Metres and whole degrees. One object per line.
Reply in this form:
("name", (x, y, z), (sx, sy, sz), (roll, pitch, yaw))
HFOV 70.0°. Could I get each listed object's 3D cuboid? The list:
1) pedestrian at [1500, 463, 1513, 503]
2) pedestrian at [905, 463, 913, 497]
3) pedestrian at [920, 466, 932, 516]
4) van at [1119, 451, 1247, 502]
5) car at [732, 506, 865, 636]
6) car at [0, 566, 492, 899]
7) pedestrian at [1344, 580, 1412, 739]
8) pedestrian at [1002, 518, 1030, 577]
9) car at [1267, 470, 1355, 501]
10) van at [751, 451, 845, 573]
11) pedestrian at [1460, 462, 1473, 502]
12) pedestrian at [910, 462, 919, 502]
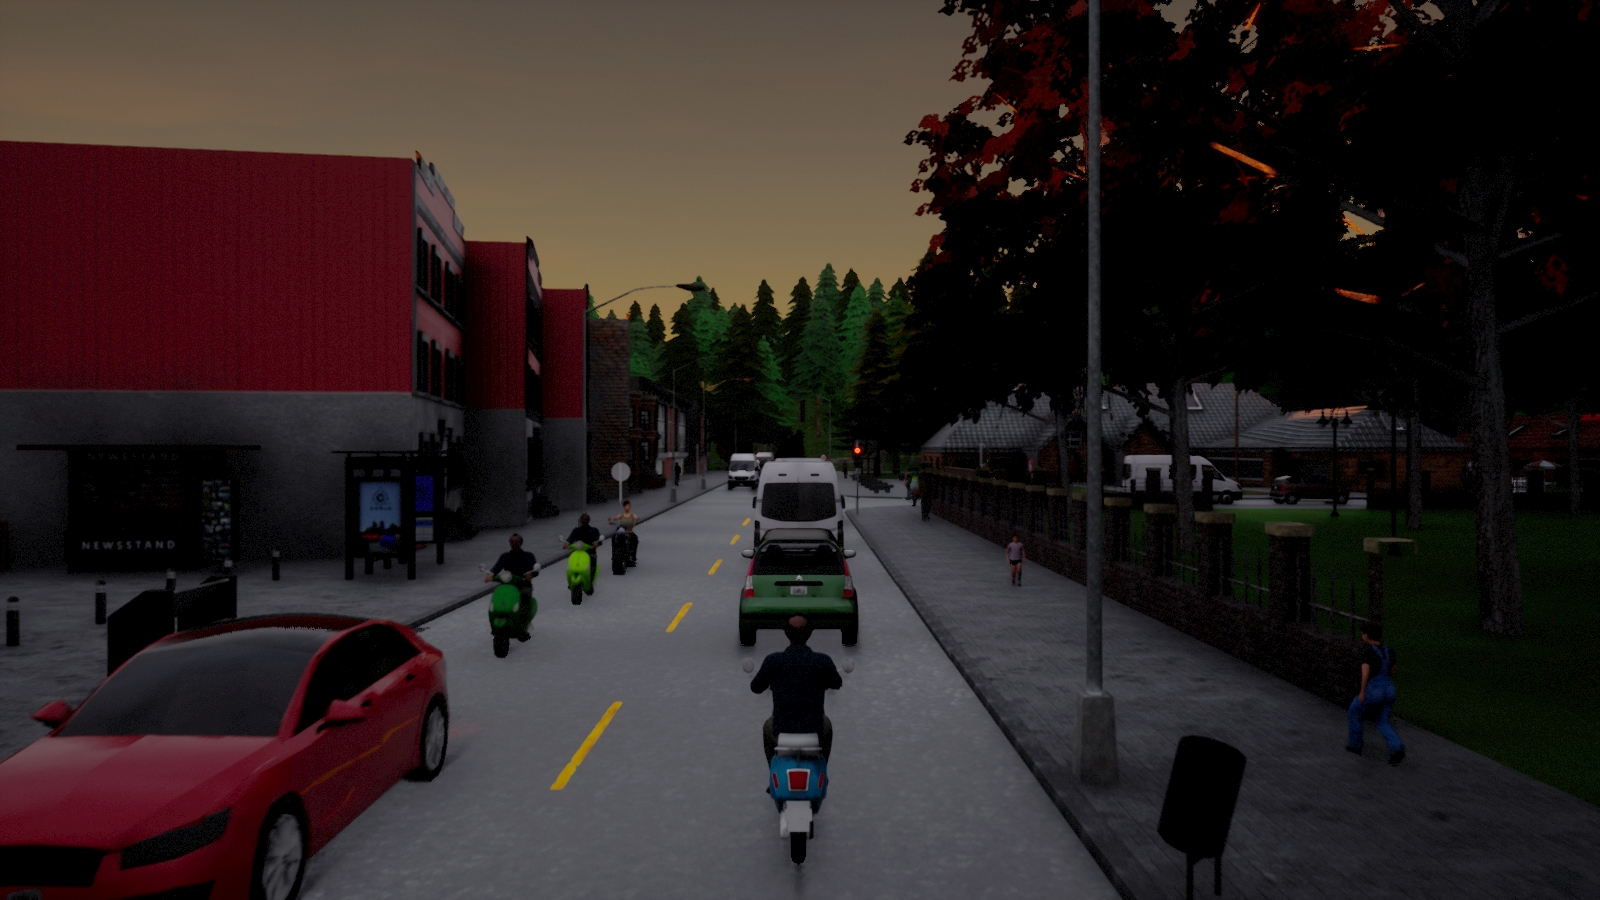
("pedestrian", (33.071, 1.525, 53.465), (0.375, 1.860, 0.375), (0, 0, -2))
("pedestrian", (5.959, 1.629, 62.442), (0.375, 1.860, 0.375), (0, 0, 14))
("pedestrian", (4.695, 1.525, 42.642), (0.375, 1.860, 0.375), (0, 0, -11))
("van", (19.590, 1.314, 58.586), (5.915, 2.561, 1.988), (0, 0, 1))
("car", (-0.022, 1.780, 17.851), (1.851, 1.617, 3.988), (0, 0, 0))
("car", (-4.019, 1.841, 8.335), (2.231, 1.480, 4.892), (0, 0, 0))
("pedestrian", (5.017, 1.805, 9.931), (0.375, 1.300, 0.375), (0, 0, -9))
("pedestrian", (4.223, 1.904, 22.368), (0.500, 1.100, 0.500), (0, 0, 6))
("car", (26.128, 1.806, 58.522), (3.705, 1.549, 1.789), (0, 0, 0))
("van", (-0.042, 1.314, 27.034), (1.988, 2.561, 5.915), (0, 0, 0))
("pedestrian", (31.681, 1.525, 54.317), (0.375, 1.860, 0.375), (0, 0, -2))
("pedestrian", (5.485, 1.523, 54.563), (0.375, 1.860, 0.375), (0, 0, 16))
